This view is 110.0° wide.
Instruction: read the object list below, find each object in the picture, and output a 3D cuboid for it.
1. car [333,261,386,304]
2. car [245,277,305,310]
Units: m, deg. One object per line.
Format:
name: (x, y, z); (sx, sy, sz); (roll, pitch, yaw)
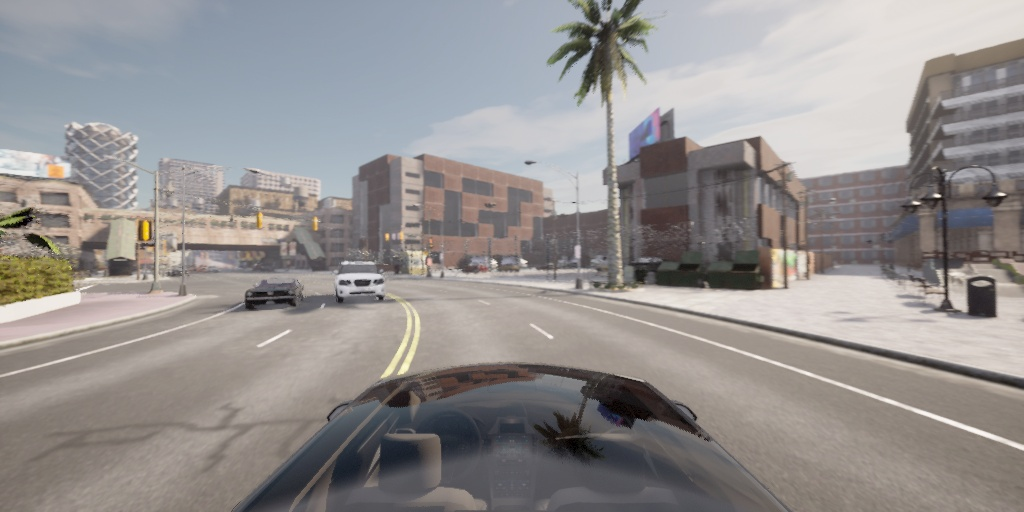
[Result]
car: (-8.243, 1.291, 19.241); (2.150, 2.045, 5.566); (0, -1, -27)
car: (-10.984, 1.668, 16.855); (1.895, 1.301, 4.718); (0, -1, -26)
